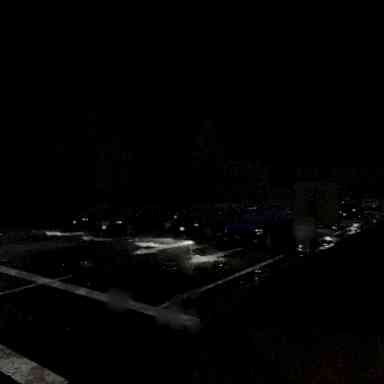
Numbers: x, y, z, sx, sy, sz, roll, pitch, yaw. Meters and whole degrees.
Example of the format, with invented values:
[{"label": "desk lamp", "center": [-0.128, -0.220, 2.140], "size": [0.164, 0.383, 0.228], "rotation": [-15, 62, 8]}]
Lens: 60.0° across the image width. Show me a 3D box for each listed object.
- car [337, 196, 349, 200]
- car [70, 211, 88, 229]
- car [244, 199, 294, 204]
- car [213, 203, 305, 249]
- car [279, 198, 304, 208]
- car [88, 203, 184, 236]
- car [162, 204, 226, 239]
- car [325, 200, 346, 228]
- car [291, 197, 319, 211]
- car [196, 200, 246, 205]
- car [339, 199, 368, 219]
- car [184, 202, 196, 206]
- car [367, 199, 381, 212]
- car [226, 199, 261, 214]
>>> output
[{"label": "car", "center": [18.432, 1.343, 41.527], "size": [2.097, 1.767, 4.553], "rotation": [0, 0, 37]}, {"label": "car", "center": [-5.306, 1.488, 21.026], "size": [1.837, 1.490, 4.892], "rotation": [0, 0, 36]}, {"label": "car", "center": [5.951, 1.495, 24.552], "size": [1.837, 1.490, 4.892], "rotation": [0, 0, 36]}, {"label": "car", "center": [3.204, 1.471, 14.872], "size": [1.882, 1.535, 5.008], "rotation": [0, 0, 36]}, {"label": "car", "center": [14.297, 1.583, 47.695], "size": [1.895, 1.301, 4.718], "rotation": [0, 0, 37]}, {"label": "car", "center": [-2.907, 1.478, 18.380], "size": [2.128, 1.511, 4.902], "rotation": [0, 0, 36]}, {"label": "car", "center": [0.684, 1.554, 17.362], "size": [1.994, 1.385, 4.181], "rotation": [0, 0, 36]}, {"label": "car", "center": [8.731, 1.519, 22.397], "size": [1.812, 1.442, 4.674], "rotation": [0, 0, 36]}, {"label": "car", "center": [14.197, 1.463, 41.693], "size": [1.882, 1.535, 5.008], "rotation": [0, 0, 37]}, {"label": "car", "center": [2.575, 1.512, 25.843], "size": [1.812, 1.442, 4.674], "rotation": [0, 0, 36]}, {"label": "car", "center": [14.115, 1.594, 29.773], "size": [1.895, 1.301, 4.718], "rotation": [0, 0, 36]}, {"label": "car", "center": [-0.063, 1.547, 28.189], "size": [1.994, 1.385, 4.181], "rotation": [0, 0, 36]}, {"label": "car", "center": [20.882, 1.519, 38.958], "size": [1.812, 1.442, 4.674], "rotation": [0, 0, 37]}, {"label": "car", "center": [5.578, 1.545, 35.882], "size": [1.994, 1.385, 4.181], "rotation": [0, 0, 36]}]
